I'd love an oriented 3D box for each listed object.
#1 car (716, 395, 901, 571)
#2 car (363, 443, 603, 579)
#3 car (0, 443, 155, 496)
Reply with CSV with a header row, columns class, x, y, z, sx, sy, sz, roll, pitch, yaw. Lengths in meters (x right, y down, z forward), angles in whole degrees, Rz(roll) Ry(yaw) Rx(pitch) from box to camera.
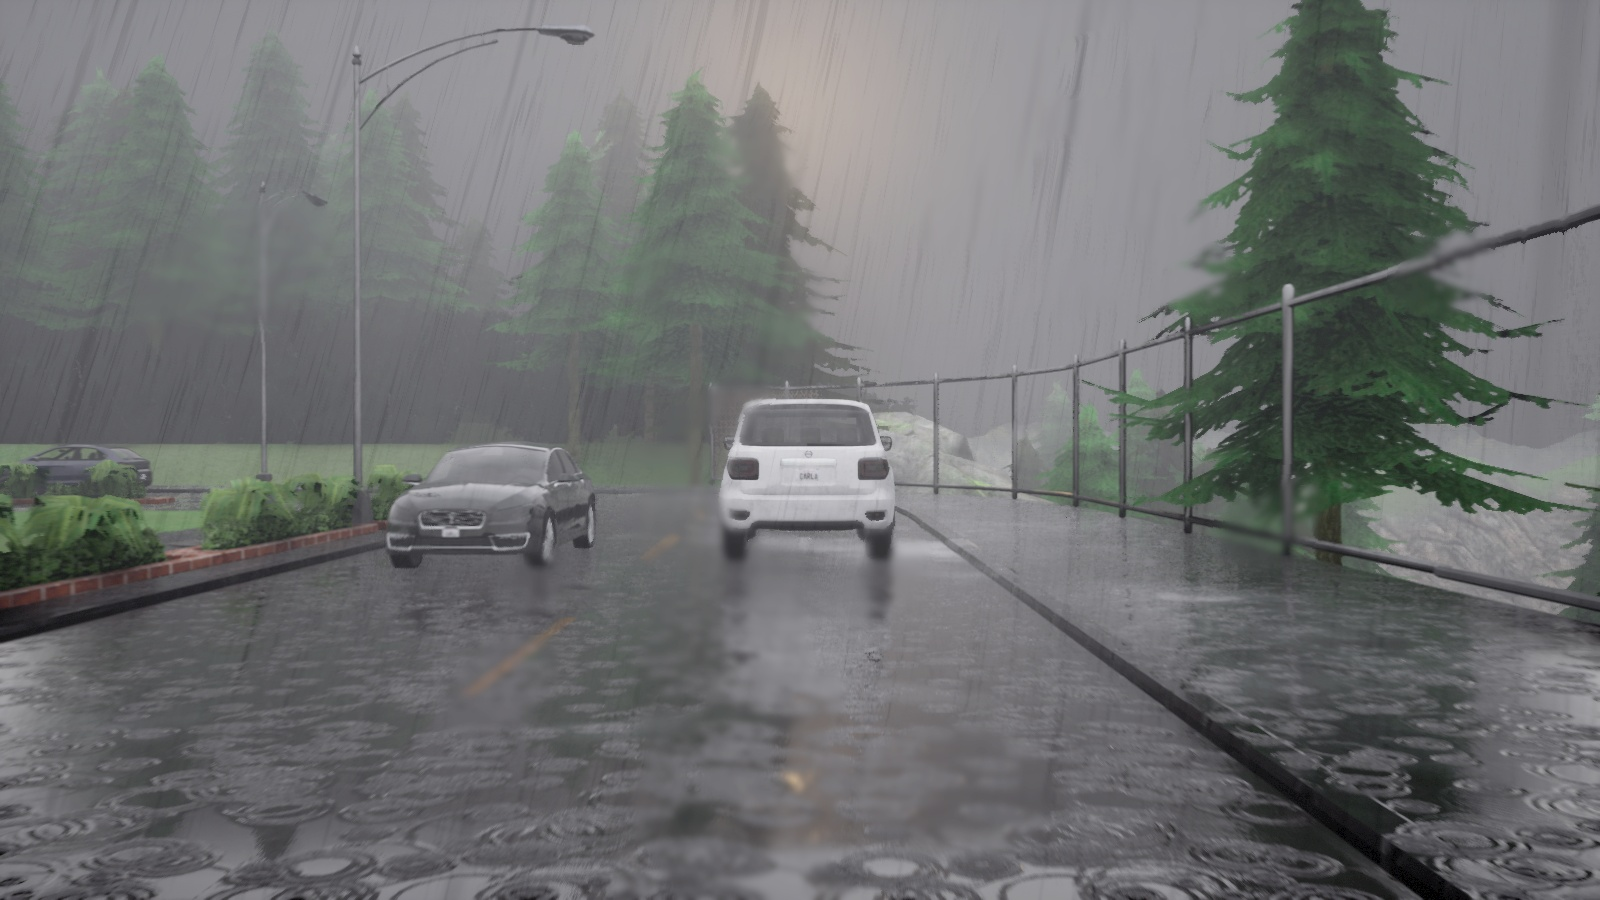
class,x,y,z,sx,sy,sz,roll,pitch,yaw
car,0.114,0.367,17.436,2.150,2.045,5.566,0,0,0
car,-3.878,0.657,16.268,1.837,1.490,4.892,0,0,0
car,-20.967,0.541,35.856,4.193,1.474,1.816,0,0,0
